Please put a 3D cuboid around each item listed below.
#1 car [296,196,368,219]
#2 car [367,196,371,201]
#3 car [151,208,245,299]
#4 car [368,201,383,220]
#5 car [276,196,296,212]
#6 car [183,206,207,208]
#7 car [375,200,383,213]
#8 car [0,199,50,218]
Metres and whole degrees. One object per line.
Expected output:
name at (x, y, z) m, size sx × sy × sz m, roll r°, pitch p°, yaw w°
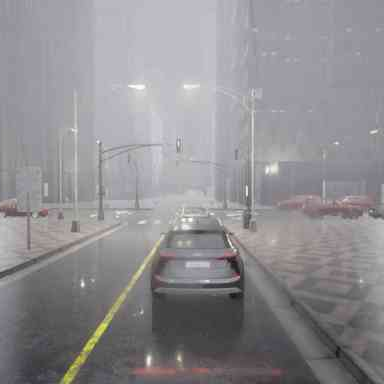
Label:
car at (12.208, 1.463, 29.235) m, size 5.009 × 1.841 × 2.192 m, roll 0°, pitch 1°, yaw 0°
car at (17.861, 1.354, 37.760) m, size 5.009 × 1.841 × 2.192 m, roll 0°, pitch 1°, yaw 0°
car at (0.133, 1.428, 8.475) m, size 2.033 × 1.649 × 4.856 m, roll 0°, pitch 0°, yaw 1°
car at (17.850, 1.742, 29.239) m, size 4.313 × 1.339 × 1.947 m, roll 0°, pitch 1°, yaw 0°
car at (12.217, 1.325, 37.759) m, size 5.009 × 1.841 × 2.192 m, roll 0°, pitch 1°, yaw 0°
car at (0.147, 1.507, 17.562) m, size 1.837 × 1.490 × 4.892 m, roll 0°, pitch 0°, yaw 0°
car at (23.502, 1.634, 37.763) m, size 4.313 × 1.339 × 1.947 m, roll 0°, pitch 1°, yaw 0°
car at (-14.834, 1.566, 29.236) m, size 4.507 × 1.381 × 1.887 m, roll 0°, pitch 1°, yaw 0°
